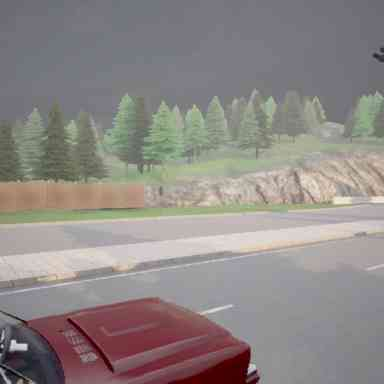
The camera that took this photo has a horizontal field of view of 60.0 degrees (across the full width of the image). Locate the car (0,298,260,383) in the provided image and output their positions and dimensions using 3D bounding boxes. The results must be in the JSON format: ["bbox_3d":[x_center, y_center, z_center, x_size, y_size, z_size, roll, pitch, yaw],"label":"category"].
[{"bbox_3d":[-1.704,1.600,2.529,4.718,1.301,1.895,0,0,-35],"label":"car"}]
